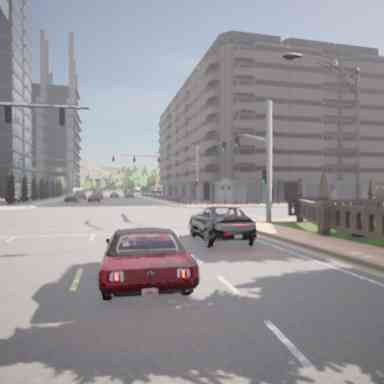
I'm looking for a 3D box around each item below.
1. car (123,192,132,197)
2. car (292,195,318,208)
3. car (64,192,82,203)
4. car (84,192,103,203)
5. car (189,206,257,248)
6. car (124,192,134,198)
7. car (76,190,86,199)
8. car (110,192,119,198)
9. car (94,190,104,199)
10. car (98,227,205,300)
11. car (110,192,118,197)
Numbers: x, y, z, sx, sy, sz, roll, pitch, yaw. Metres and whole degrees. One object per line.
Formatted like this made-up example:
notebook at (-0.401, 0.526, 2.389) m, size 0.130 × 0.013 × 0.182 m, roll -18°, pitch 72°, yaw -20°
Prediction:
car at (-17.257, 0.685, 89.196) m, size 2.033 × 1.411 × 5.357 m, roll 0°, pitch 1°, yaw -14°
car at (13.778, 1.170, 39.507) m, size 4.892 × 1.490 × 1.837 m, roll 0°, pitch 1°, yaw -14°
car at (-19.361, 1.096, 53.363) m, size 1.895 × 1.301 × 4.718 m, roll 0°, pitch 1°, yaw -13°
car at (-15.964, 1.086, 54.206) m, size 1.895 × 1.301 × 4.718 m, roll 0°, pitch 1°, yaw -13°
car at (1.135, 1.351, 14.102) m, size 2.128 × 1.511 × 4.902 m, roll 0°, pitch 0°, yaw -12°
car at (-14.873, 0.833, 79.453) m, size 1.895 × 1.301 × 4.718 m, roll 0°, pitch 1°, yaw -14°
car at (-23.019, 0.577, 68.564) m, size 2.150 × 2.045 × 5.566 m, roll 0°, pitch 1°, yaw -14°
car at (-18.263, 0.800, 78.580) m, size 1.994 × 1.385 × 4.181 m, roll 0°, pitch 1°, yaw -14°
car at (-19.621, 0.567, 69.404) m, size 2.150 × 2.045 × 5.566 m, roll 0°, pitch 1°, yaw -14°
car at (-1.185, 1.521, 8.247) m, size 1.895 × 1.301 × 4.718 m, roll 0°, pitch 1°, yaw -11°
car at (-20.657, 0.707, 88.363) m, size 1.994 × 1.385 × 4.181 m, roll 0°, pitch 1°, yaw -14°
